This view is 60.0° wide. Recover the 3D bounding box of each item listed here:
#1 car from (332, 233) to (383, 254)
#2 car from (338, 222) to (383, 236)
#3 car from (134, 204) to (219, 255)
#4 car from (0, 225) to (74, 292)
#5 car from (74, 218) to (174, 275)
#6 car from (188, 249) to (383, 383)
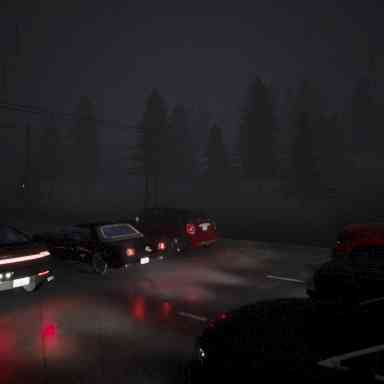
[{"bbox_3d":[4.353,1.601,5.191,4.718,1.301,1.895,0,0,35],"label":"car"},{"bbox_3d":[6.413,1.221,8.020,5.566,2.045,2.150,0,0,35],"label":"car"},{"bbox_3d":[-1.256,1.352,13.480,4.553,1.767,2.097,0,0,36],"label":"car"},{"bbox_3d":[-5.205,1.492,7.698,4.902,1.511,2.128,0,0,35],"label":"car"},{"bbox_3d":[-3.076,1.601,10.474,4.718,1.301,1.895,0,0,37],"label":"car"},{"bbox_3d":[2.199,1.492,2.408,4.902,1.511,2.128,0,0,36],"label":"car"}]
